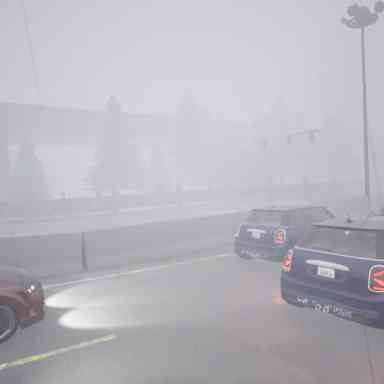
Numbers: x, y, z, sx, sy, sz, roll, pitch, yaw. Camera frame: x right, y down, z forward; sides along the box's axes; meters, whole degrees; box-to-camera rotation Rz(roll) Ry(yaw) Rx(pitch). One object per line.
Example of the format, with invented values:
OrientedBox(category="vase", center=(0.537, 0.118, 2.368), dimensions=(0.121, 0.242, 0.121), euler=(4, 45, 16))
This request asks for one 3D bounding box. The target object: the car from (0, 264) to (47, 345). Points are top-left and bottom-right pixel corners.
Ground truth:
OrientedBox(category="car", center=(-4.440, 1.564, 4.882), dimensions=(4.181, 1.385, 1.994), euler=(0, 0, -35))

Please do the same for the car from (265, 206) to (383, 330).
OrientedBox(category="car", center=(3.847, 1.232, 6.554), dimensions=(4.553, 1.767, 2.097), euler=(-2, 1, -36))

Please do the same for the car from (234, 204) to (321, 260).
OrientedBox(category="car", center=(3.531, 1.156, 10.653), dimensions=(4.553, 1.767, 2.097), euler=(-3, 2, -36))
